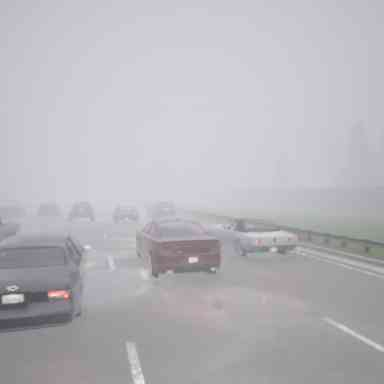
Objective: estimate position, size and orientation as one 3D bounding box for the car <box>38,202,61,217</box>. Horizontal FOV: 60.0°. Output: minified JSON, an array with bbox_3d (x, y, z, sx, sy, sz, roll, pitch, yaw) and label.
[{"bbox_3d":[-15.027,1.775,35.237,1.882,1.535,5.008,0,0,-16],"label":"car"}]

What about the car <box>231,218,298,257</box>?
[{"bbox_3d":[2.182,1.706,13.524,1.895,1.301,4.718,0,0,-16],"label":"car"}]

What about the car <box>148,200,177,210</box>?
[{"bbox_3d":[-2.828,1.600,30.852,2.097,1.767,4.553,0,0,-16],"label":"car"}]

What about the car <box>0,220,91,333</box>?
[{"bbox_3d":[-3.280,1.609,7.215,2.033,1.411,5.357,0,0,-16],"label":"car"}]

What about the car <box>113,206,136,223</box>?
[{"bbox_3d":[-5.702,1.831,28.195,1.895,1.301,4.718,0,0,-16],"label":"car"}]

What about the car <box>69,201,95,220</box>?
[{"bbox_3d":[-9.949,1.604,30.278,2.097,1.767,4.553,0,0,-16],"label":"car"}]

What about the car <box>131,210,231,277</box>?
[{"bbox_3d":[-0.648,1.564,10.711,1.882,1.535,5.008,0,0,-16],"label":"car"}]

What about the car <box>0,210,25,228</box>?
[{"bbox_3d":[-9.183,1.732,15.026,1.895,1.301,4.718,0,0,-16],"label":"car"}]

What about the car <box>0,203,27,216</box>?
[{"bbox_3d":[-18.395,1.820,34.285,1.812,1.442,4.674,0,0,-16],"label":"car"}]
